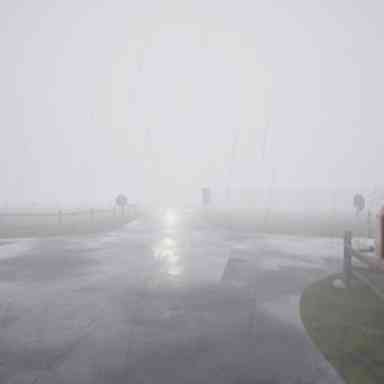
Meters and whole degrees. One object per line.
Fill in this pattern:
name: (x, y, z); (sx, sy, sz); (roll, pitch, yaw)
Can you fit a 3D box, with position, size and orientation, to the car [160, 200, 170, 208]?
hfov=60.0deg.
car: (-5.319, 2.334, 64.941); (1.812, 1.442, 4.674); (0, -1, -4)
